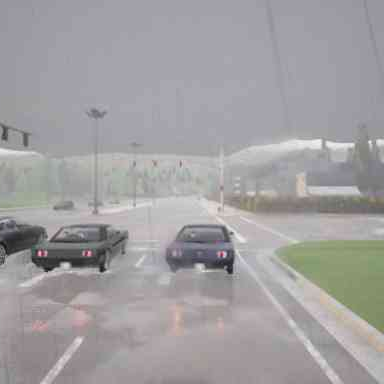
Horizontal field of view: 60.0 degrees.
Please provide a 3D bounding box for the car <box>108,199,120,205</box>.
[{"bbox_3d":[-18.440,2.293,78.864,1.812,1.442,4.674,0,-1,0],"label":"car"}]

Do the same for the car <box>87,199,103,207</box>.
[{"bbox_3d":[-18.529,2.103,63.776,1.882,1.535,5.008,0,0,0],"label":"car"}]

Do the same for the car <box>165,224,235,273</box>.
[{"bbox_3d":[0.454,1.711,11.075,1.895,1.301,4.718,0,-1,6],"label":"car"}]

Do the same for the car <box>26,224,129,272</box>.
[{"bbox_3d":[-3.409,1.712,11.209,1.895,1.301,4.718,0,-1,0],"label":"car"}]

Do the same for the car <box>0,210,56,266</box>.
[{"bbox_3d":[-6.909,1.610,11.856,2.128,1.511,4.902,0,0,0],"label":"car"}]

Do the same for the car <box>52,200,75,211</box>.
[{"bbox_3d":[-18.588,1.978,48.367,1.837,1.490,4.892,0,0,0],"label":"car"}]
